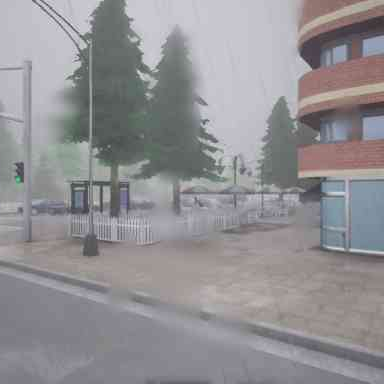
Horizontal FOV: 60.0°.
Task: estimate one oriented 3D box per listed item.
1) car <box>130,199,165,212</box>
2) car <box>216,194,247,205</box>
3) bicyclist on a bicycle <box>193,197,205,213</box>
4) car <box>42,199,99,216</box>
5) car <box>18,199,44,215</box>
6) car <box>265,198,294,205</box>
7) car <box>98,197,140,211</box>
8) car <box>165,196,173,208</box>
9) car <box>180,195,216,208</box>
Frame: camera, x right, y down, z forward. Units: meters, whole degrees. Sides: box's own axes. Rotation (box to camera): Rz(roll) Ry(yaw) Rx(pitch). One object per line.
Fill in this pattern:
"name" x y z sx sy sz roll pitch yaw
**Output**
"car" -5.796 1.545 38.933 1.895 1.301 4.718 0 0 37
"car" 6.557 1.168 55.259 5.566 2.045 2.150 0 0 -31
"bicyclist on a bicycle" 0.424 1.245 27.312 1.656 1.620 0.582 0 0 36
"car" -11.265 1.545 31.573 1.895 1.301 4.718 0 0 36
"car" -14.562 1.422 32.967 1.882 1.535 5.008 0 0 36
"car" 13.351 1.545 50.751 4.718 1.301 1.895 0 0 -26
"car" -8.844 1.422 40.638 1.882 1.535 5.008 0 0 38
"car" -2.251 1.296 48.340 4.553 1.767 2.097 0 0 -43
"car" 0.816 1.508 46.492 4.181 1.385 1.994 0 0 -43
